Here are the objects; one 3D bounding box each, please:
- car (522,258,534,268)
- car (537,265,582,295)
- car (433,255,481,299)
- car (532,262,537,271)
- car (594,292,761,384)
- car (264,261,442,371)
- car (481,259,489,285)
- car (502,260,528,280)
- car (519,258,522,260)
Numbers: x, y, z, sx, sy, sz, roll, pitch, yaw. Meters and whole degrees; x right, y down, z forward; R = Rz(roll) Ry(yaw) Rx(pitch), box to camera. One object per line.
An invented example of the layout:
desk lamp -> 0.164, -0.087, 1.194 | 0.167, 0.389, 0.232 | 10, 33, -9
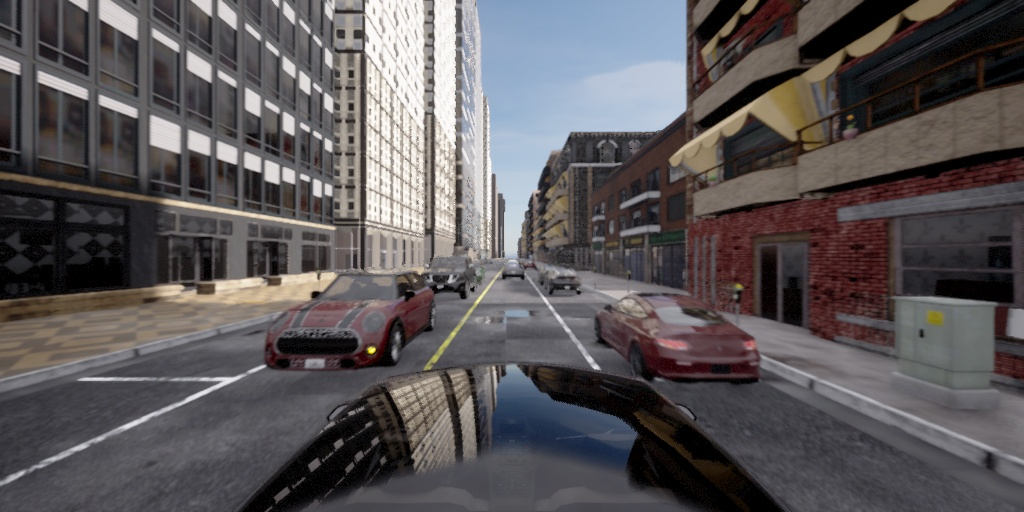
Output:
car -> 2.703, 1.334, 53.583 | 1.802, 1.307, 4.207 | 0, 0, 0
car -> 2.695, 1.299, 19.692 | 2.007, 1.370, 4.403 | 0, 0, 0
car -> -3.086, 0.970, 18.332 | 2.150, 2.045, 5.566 | 0, 0, 0
car -> 2.697, 1.298, 25.340 | 2.007, 1.370, 4.403 | 0, 0, 0
car -> 2.742, 1.332, 6.775 | 1.802, 1.307, 4.207 | 0, 0, 0
car -> -3.095, 1.101, 7.883 | 2.097, 1.767, 4.553 | 0, 0, 0
car -> -2.994, 1.112, 25.375 | 2.097, 1.767, 4.553 | 0, 0, 0
car -> 0.108, 1.311, 31.828 | 1.994, 1.385, 4.181 | 0, 0, 0
car -> 0.086, 1.275, 47.814 | 1.812, 1.442, 4.674 | 0, 0, 0
